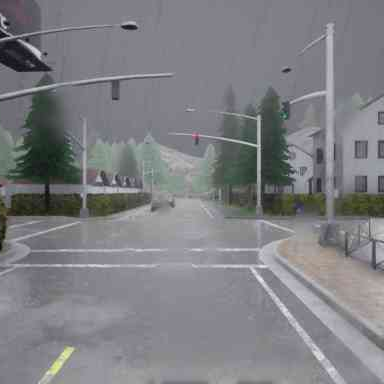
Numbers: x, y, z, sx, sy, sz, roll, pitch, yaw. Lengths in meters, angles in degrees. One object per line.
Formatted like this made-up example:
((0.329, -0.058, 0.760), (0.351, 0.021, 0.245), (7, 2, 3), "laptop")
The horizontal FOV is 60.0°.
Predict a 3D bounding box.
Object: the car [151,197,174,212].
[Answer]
((-3.568, 1.547, 38.440), (2.033, 1.411, 5.357), (0, 0, 0), "car")
